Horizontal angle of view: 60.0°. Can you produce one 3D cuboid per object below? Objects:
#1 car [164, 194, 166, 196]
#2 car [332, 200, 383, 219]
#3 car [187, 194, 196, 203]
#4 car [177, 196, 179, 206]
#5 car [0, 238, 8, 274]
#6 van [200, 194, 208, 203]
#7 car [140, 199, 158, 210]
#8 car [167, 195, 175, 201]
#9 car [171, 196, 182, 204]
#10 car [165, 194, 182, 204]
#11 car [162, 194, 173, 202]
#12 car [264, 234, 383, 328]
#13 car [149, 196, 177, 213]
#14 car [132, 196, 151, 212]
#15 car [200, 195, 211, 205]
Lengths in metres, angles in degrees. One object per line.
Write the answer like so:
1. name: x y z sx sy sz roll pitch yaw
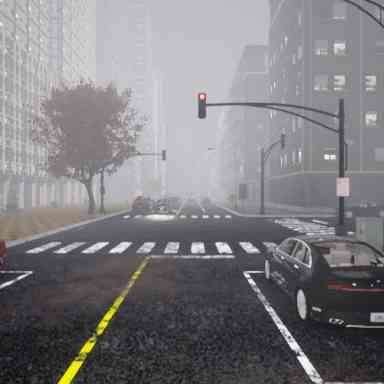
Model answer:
1. car: -5.784 1.652 72.439 1.947 1.339 4.313 0 0 0
2. car: 13.392 1.359 26.343 4.403 1.369 2.008 -1 1 -1
3. car: -0.088 1.626 68.630 2.033 1.411 5.357 0 0 0
4. car: -3.157 1.645 46.353 1.895 1.301 4.718 0 0 0
5. car: -5.701 1.548 6.913 1.887 1.381 4.507 0 0 0
6. van: 2.596 1.427 72.449 1.690 1.788 3.998 0 0 0
7. car: -5.749 1.608 44.824 1.947 1.339 4.313 0 0 0
8. car: -5.812 1.686 94.530 2.008 1.369 4.403 0 0 0
9. car: -3.111 1.553 66.925 1.882 1.535 5.008 0 0 0
10. car: -3.156 1.536 56.438 1.882 1.535 5.008 0 0 0
11. car: -5.792 1.412 77.961 2.192 1.841 5.009 0 0 0
12. car: 2.680 1.554 6.923 2.008 1.369 4.403 0 0 0
13. car: -3.146 1.523 37.116 2.128 1.511 4.902 0 0 0
14. car: -5.742 1.350 39.301 2.192 1.841 5.009 0 0 0
15. car: 2.611 1.631 61.403 1.947 1.339 4.313 0 0 0
